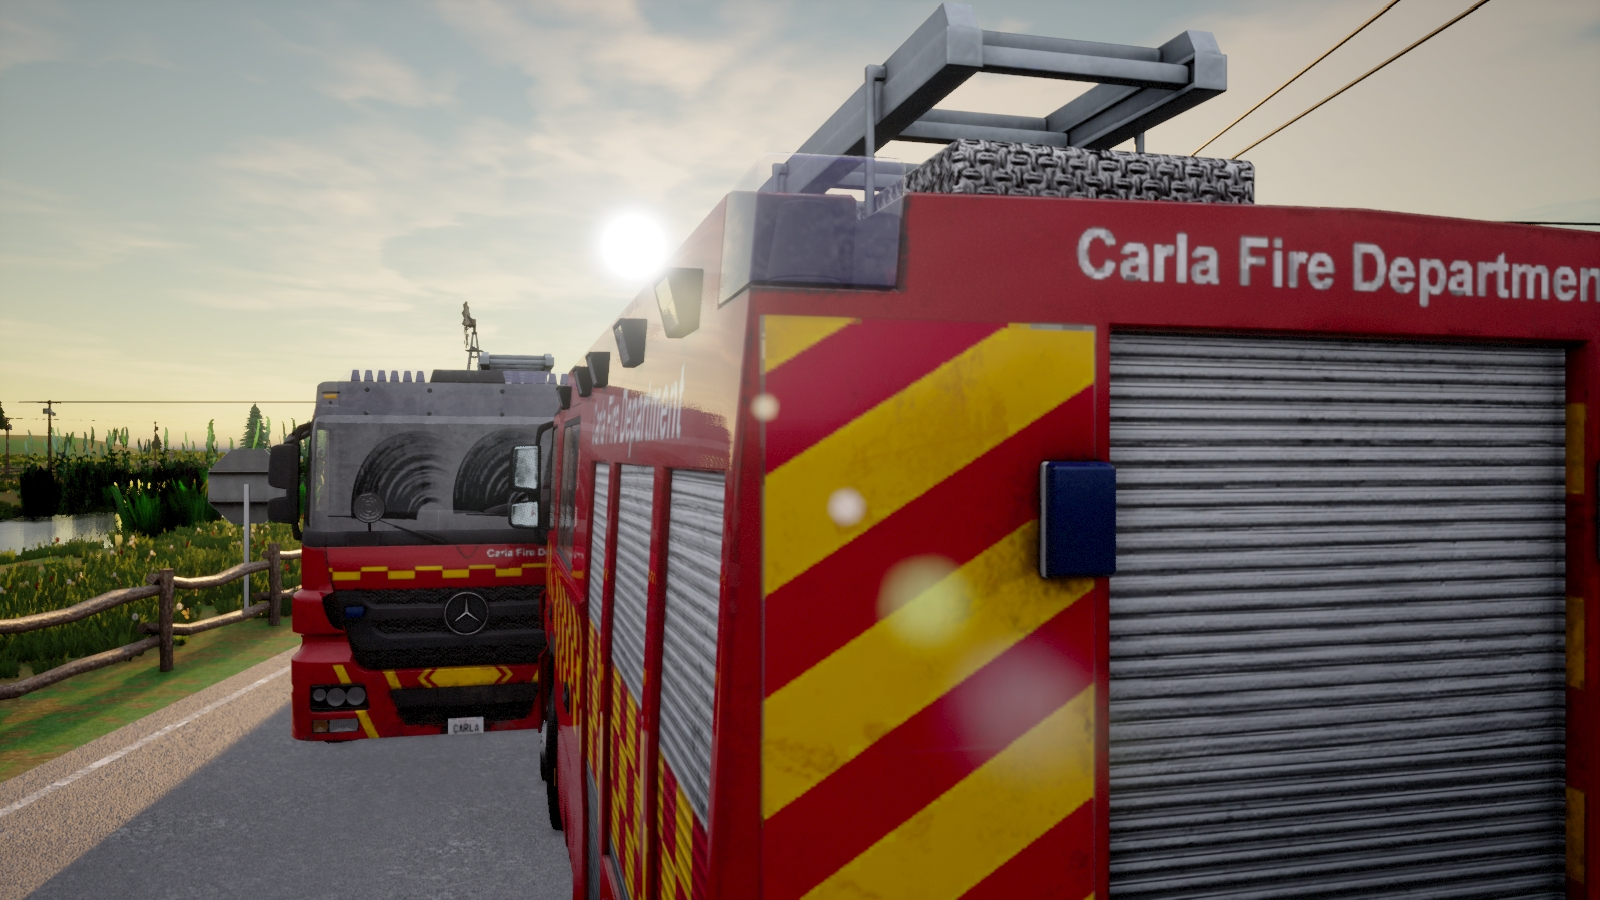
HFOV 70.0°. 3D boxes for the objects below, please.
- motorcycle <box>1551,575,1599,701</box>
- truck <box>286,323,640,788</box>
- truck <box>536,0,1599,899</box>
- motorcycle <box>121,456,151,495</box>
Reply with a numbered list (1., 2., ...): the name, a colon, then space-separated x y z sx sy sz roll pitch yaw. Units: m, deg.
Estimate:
1. motorcycle: 9.784 2.142 13.120 1.805 1.316 0.856 0 0 -7
2. truck: -3.911 0.862 13.867 2.891 3.827 8.468 0 0 -15
3. truck: 0.040 0.867 6.873 2.891 3.827 8.468 0 0 -15
4. motorcycle: -41.342 1.577 71.168 0.803 2.348 2.033 0 0 -4
